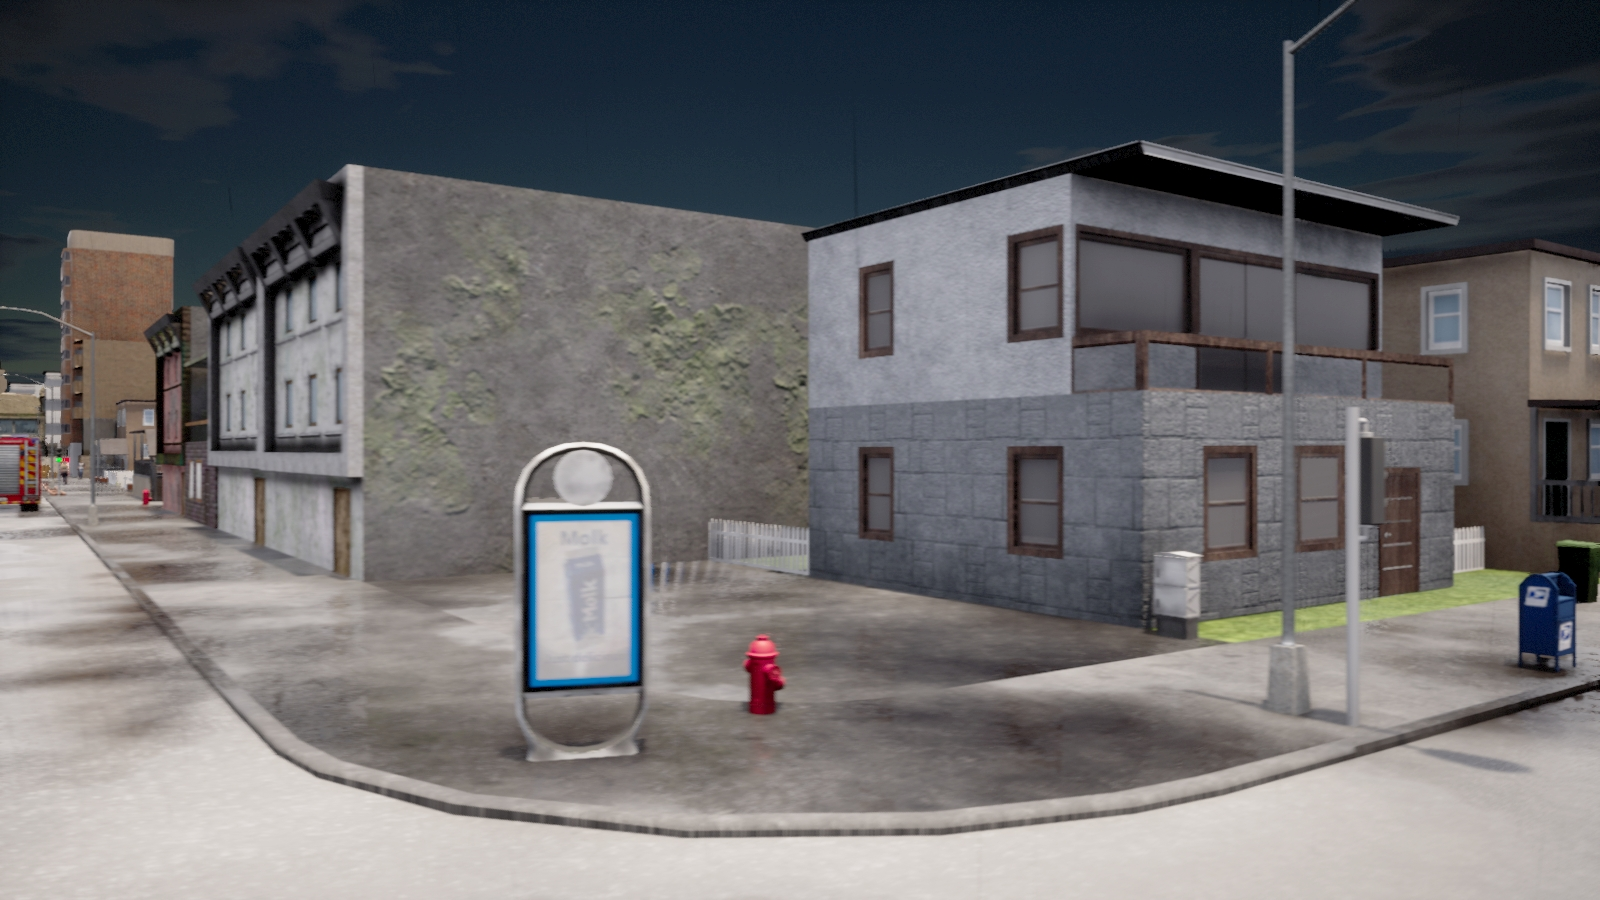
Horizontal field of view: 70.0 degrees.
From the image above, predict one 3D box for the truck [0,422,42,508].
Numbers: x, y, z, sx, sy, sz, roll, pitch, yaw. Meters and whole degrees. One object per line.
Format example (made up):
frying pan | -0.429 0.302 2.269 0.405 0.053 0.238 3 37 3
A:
truck | -37.732 0.671 54.100 2.891 3.827 8.468 0 0 -35
